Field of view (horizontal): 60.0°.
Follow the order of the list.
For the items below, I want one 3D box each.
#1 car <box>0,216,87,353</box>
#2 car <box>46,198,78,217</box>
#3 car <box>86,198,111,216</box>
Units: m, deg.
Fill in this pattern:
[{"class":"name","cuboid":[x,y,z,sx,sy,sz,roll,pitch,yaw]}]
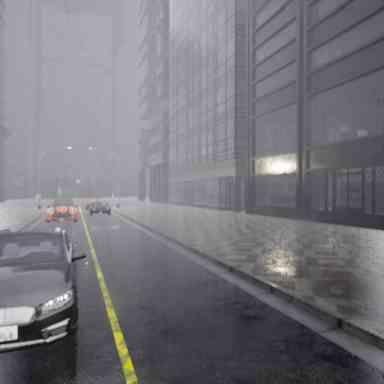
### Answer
[{"class":"car","cuboid":[-3.168,1.489,6.407,2.128,1.511,4.902,0,0,-19]},{"class":"car","cuboid":[-9.776,1.341,25.185,2.097,1.767,4.553,0,0,-19]},{"class":"car","cuboid":[-9.055,1.584,32.434,1.895,1.301,4.718,0,0,-19]}]
